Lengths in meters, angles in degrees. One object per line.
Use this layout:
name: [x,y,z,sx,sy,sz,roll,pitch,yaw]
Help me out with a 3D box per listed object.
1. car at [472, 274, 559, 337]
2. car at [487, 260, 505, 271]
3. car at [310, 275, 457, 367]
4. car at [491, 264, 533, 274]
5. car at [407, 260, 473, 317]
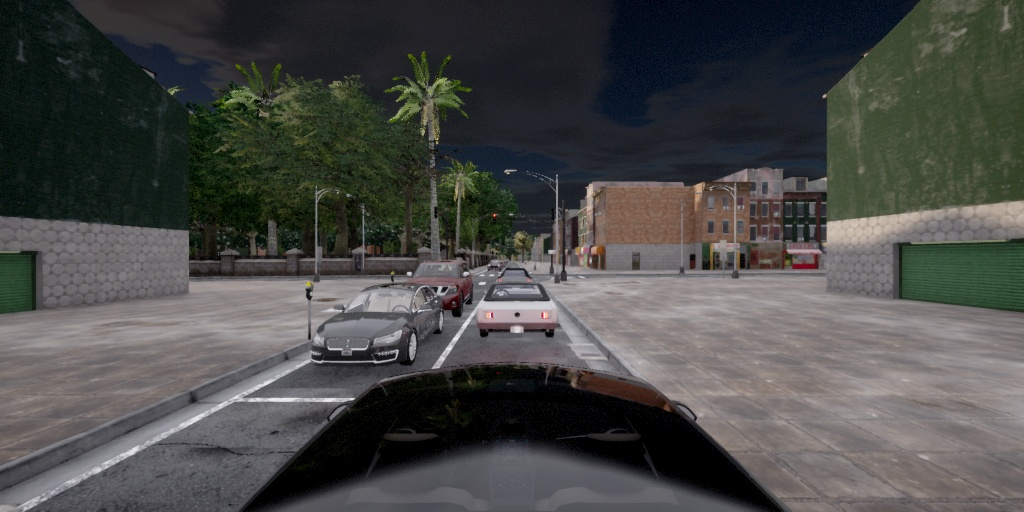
car: [0.126,1.352,10.224,1.895,1.301,4.718,0,0,0]
car: [-2.480,1.292,51.493,1.967,1.591,4.097,0,0,0]
car: [-2.619,1.301,7.883,2.007,1.370,4.403,0,0,0]
car: [0.163,1.324,19.396,1.994,1.385,4.181,0,0,2]
car: [-2.602,1.068,13.346,2.192,1.841,5.009,0,0,0]
